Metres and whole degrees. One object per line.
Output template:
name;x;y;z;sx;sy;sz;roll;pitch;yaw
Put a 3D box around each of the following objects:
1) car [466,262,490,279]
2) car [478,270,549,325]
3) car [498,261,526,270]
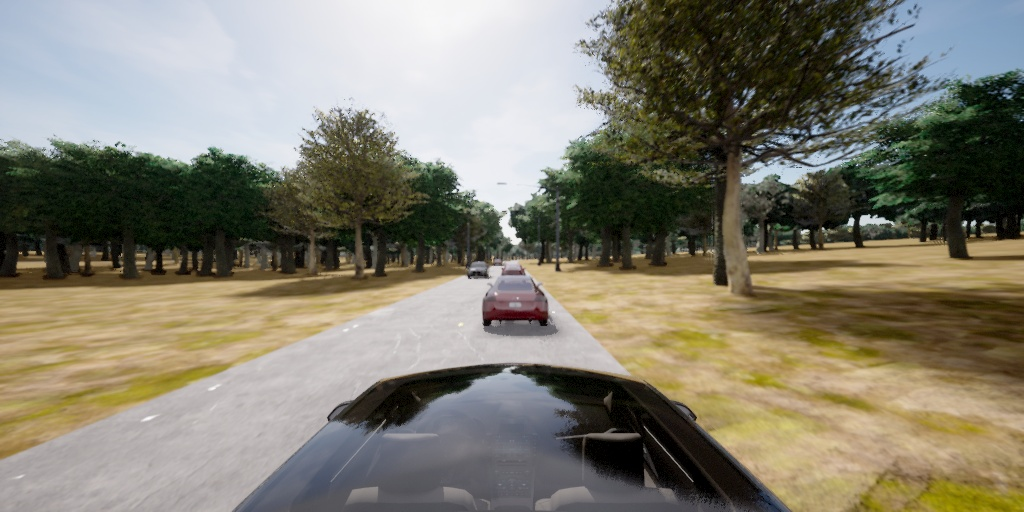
car;-3.086;1.309;33.487;1.837;1.490;4.892;0;0;0
car;0.096;1.328;11.929;1.994;1.385;4.181;0;0;0
car;0.101;1.317;27.689;1.812;1.442;4.674;0;0;0
